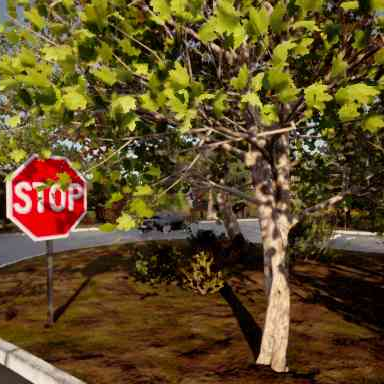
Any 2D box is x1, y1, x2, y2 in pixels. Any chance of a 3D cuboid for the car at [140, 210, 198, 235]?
[{"bbox_3d":[-1.471,1.953,21.915,2.128,1.511,4.902,-1,-3,35],"label":"car"}]
